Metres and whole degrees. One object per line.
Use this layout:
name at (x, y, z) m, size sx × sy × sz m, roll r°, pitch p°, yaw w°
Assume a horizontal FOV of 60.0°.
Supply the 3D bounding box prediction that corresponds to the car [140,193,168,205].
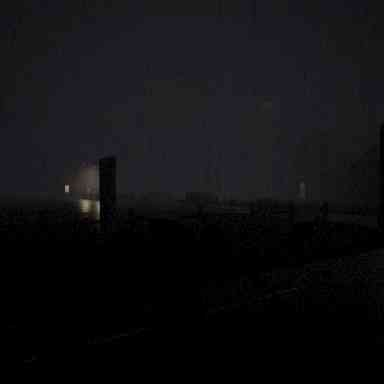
car at (-5.427, 0.949, 50.066) m, size 2.097 × 1.767 × 4.553 m, roll -1°, pitch 1°, yaw -35°

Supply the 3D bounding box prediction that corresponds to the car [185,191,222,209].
car at (1.276, 0.928, 40.689) m, size 2.150 × 2.045 × 5.566 m, roll -1°, pitch 1°, yaw -36°

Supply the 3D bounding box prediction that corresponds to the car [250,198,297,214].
car at (7.689, 1.303, 31.743) m, size 2.128 × 1.511 × 4.902 m, roll -1°, pitch 1°, yaw -36°

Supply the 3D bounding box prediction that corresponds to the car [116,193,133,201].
car at (-13.416, 0.878, 66.083) m, size 1.882 × 1.535 × 5.008 m, roll -1°, pitch 1°, yaw -36°
